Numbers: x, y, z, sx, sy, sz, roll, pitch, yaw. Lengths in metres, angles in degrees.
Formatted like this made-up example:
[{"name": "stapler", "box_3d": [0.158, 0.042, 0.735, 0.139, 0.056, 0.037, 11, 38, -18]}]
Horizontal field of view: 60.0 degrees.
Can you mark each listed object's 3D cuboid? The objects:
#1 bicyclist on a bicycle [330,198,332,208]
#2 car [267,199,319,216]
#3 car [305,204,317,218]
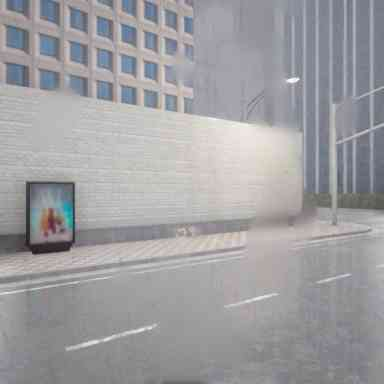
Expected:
[{"name": "bicyclist on a bicycle", "box_3d": [18.668, 1.356, 43.951, 1.656, 1.620, 0.582, 0, 0, -36]}, {"name": "car", "box_3d": [10.446, 1.547, 34.856, 2.128, 1.511, 4.902, 0, 0, -36]}, {"name": "car", "box_3d": [9.065, 1.533, 30.770, 1.882, 1.535, 5.008, 0, 0, -36]}]
